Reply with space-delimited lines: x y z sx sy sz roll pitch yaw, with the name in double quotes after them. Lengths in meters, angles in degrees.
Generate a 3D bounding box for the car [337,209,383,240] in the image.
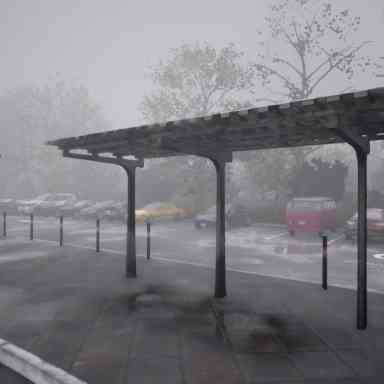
8.851 1.536 16.390 2.002 1.452 4.674 0 0 35 "car"

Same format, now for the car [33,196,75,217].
-11.530 1.450 30.832 2.097 1.535 5.008 0 0 35 "car"

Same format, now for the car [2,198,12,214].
-16.066 1.441 34.030 2.231 1.521 4.892 0 0 35 "car"

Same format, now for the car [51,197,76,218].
-9.265 1.455 29.228 2.097 1.535 5.008 0 0 35 "car"

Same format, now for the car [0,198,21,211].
-22.876 1.442 38.823 2.163 1.488 4.792 0 0 35 "car"

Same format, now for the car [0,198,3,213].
-18.333 1.433 35.636 2.097 1.535 5.008 0 0 35 "car"

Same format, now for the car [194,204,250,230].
2.042 1.510 21.180 2.163 1.488 4.792 0 0 35 "car"

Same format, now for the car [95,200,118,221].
-4.721 1.495 26.040 2.163 1.488 4.792 0 0 35 "car"

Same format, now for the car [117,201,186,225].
-2.580 1.467 24.261 1.946 1.575 5.366 0 0 35 "car"

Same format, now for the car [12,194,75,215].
-13.815 1.194 32.408 2.435 2.045 5.566 0 0 35 "car"

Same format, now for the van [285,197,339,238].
6.656 1.264 18.091 1.878 1.987 4.442 0 0 35 "van"

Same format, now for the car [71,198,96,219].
-6.999 1.461 27.625 2.231 1.521 4.892 0 0 35 "car"
